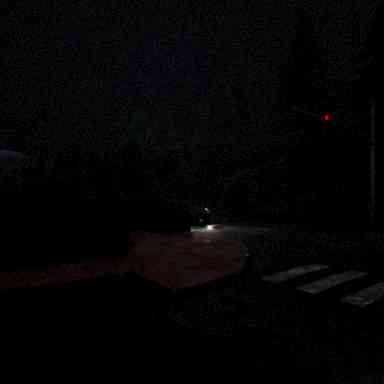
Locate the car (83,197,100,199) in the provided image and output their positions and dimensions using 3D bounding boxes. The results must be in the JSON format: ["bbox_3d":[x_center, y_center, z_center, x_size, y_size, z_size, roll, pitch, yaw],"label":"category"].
[{"bbox_3d":[-11.762,1.386,38.185,1.812,1.442,4.674,0,0,-35],"label":"car"}]

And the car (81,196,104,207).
[{"bbox_3d":[-14.449,1.392,48.320,1.812,1.442,4.674,0,0,-36],"label":"car"}]

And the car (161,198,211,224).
[{"bbox_3d":[-0.730,1.213,22.720,2.097,1.767,4.553,0,0,-35],"label":"car"}]
